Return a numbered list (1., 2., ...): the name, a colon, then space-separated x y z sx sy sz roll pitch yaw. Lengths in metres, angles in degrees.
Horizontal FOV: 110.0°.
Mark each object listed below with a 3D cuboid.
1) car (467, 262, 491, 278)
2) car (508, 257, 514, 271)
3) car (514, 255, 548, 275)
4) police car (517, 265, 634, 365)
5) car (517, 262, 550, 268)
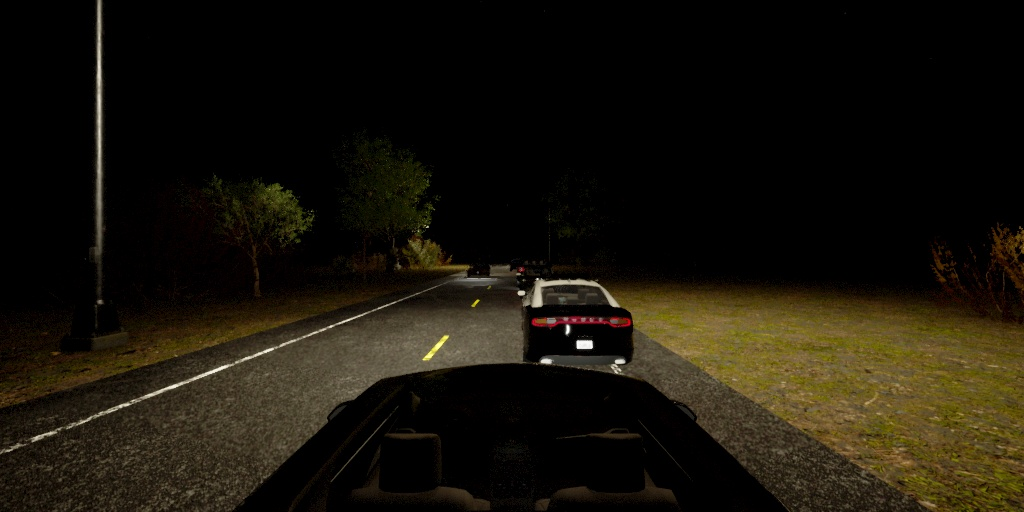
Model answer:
1. car: -3.024 1.292 33.777 1.994 1.385 4.181 0 0 1
2. car: 0.700 1.233 46.572 1.812 1.442 4.674 0 0 1
3. car: 1.389 0.963 24.069 2.150 2.045 5.566 0 0 1
4. police car: 1.164 1.174 8.151 1.930 1.638 5.238 0 0 1
5. car: 1.305 1.250 18.039 1.837 1.490 4.892 0 0 1
